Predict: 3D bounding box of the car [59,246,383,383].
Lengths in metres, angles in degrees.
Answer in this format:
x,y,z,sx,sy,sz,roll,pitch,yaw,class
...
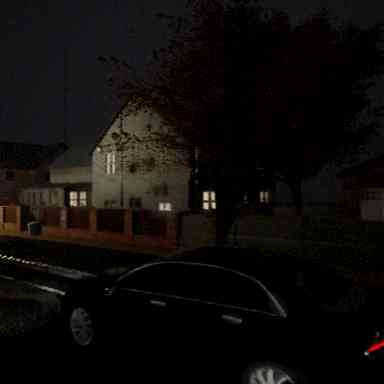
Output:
x,y,z,sx,sy,sz,roll,pitch,yaw,class
0.131,1.531,4.648,4.892,1.490,1.837,-1,0,35,car
